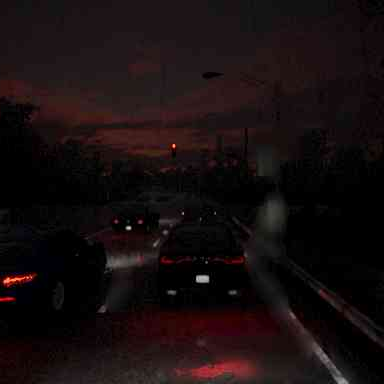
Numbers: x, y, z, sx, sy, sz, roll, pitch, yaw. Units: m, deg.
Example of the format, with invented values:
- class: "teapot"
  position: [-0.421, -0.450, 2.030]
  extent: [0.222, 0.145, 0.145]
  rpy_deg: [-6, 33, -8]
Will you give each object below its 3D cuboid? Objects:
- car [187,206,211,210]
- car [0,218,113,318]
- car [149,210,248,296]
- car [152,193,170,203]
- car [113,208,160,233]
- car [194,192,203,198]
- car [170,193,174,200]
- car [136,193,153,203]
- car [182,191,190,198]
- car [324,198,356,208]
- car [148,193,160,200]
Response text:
- class: "car"
  position: [0.397, 1.492, 18.430]
  extent: [2.033, 1.411, 5.357]
  rpy_deg: [0, 0, 1]
- class: "car"
  position: [-3.300, 1.513, 7.299]
  extent: [1.812, 1.442, 4.674]
  rpy_deg: [0, 0, 1]
- class: "car"
  position: [0.222, 1.461, 8.664]
  extent: [1.882, 1.535, 5.008]
  rpy_deg: [0, 0, 1]
- class: "car"
  position: [-5.785, 1.278, 63.320]
  extent: [1.994, 1.385, 4.181]
  rpy_deg: [0, 0, 1]
- class: "car"
  position: [-3.086, 1.541, 19.190]
  extent: [1.895, 1.301, 4.718]
  rpy_deg: [0, 0, 4]
- class: "car"
  position: [1.773, 0.928, 87.137]
  extent: [2.033, 1.411, 5.357]
  rpy_deg: [0, 1, 1]
- class: "car"
  position: [-5.397, 1.072, 78.801]
  extent: [1.812, 1.442, 4.674]
  rpy_deg: [0, 1, 1]
- class: "car"
  position: [-9.284, 1.192, 63.168]
  extent: [1.882, 1.535, 5.008]
  rpy_deg: [0, 0, 2]
- class: "car"
  position: [-1.728, 0.904, 87.200]
  extent: [1.812, 1.442, 4.674]
  rpy_deg: [0, 1, 1]
- class: "car"
  position: [20.253, 1.413, 44.236]
  extent: [4.718, 1.301, 1.895]
  rpy_deg: [0, 0, -2]
- class: "car"
  position: [-8.898, 1.074, 78.783]
  extent: [2.128, 1.511, 4.902]
  rpy_deg: [0, 1, 1]
